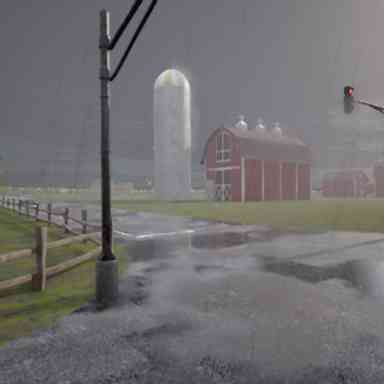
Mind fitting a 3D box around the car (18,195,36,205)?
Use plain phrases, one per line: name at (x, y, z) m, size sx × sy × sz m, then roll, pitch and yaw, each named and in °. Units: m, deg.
car at (-24.683, 1.178, 49.696) m, size 1.837 × 1.490 × 4.892 m, roll -1°, pitch 1°, yaw -36°
